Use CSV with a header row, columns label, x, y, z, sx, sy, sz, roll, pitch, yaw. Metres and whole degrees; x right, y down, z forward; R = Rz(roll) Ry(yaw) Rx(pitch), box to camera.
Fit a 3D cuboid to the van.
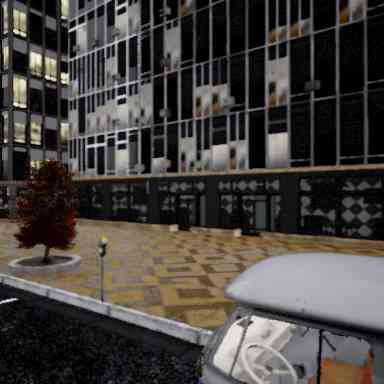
label,x,y,z,sx,sy,sz,roll,pitch,yaw
van,1.812,1.336,1.576,3.998,1.788,1.690,-1,0,35
